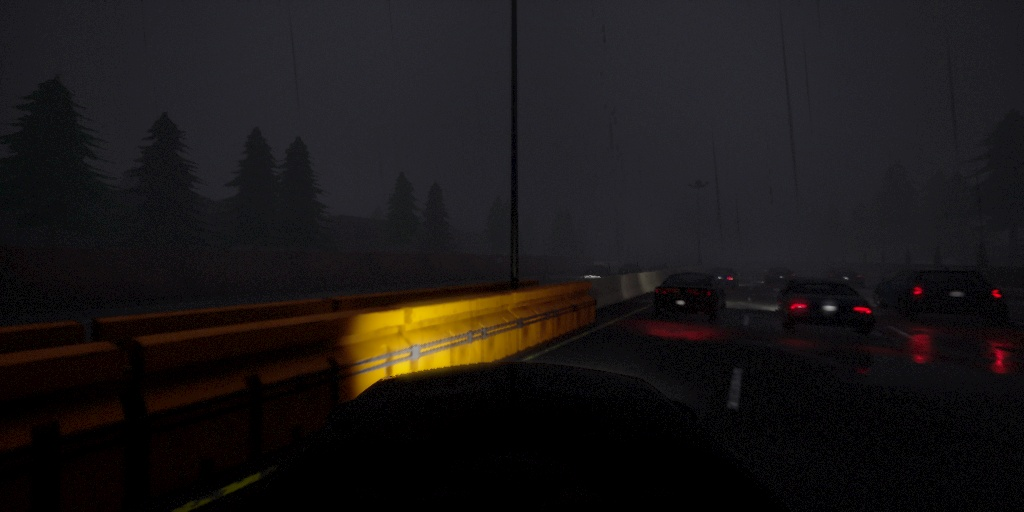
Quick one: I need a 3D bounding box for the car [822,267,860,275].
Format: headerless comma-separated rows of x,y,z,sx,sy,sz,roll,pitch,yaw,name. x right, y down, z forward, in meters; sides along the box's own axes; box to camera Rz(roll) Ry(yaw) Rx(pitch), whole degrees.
23.730,1.512,25.931,1.994,1.385,4.181,0,-1,34,car

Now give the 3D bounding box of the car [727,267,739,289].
14.892,1.502,25.413,2.033,1.411,5.357,0,-1,35,car

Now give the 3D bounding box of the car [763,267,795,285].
20.835,1.534,27.898,1.994,1.385,4.181,0,-1,34,car

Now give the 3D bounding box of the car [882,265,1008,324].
14.700,1.188,12.637,2.097,1.767,4.553,0,-1,34,car

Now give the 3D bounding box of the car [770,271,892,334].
9.365,1.374,11.038,2.033,1.411,5.357,0,-1,35,car

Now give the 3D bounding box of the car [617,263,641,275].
14.313,1.632,43.631,1.837,1.490,4.892,0,-1,34,car

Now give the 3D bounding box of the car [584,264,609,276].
10.453,1.701,44.153,1.994,1.385,4.181,0,-1,34,car

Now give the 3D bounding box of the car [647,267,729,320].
6.725,1.329,13.379,1.882,1.535,5.008,0,-1,35,car

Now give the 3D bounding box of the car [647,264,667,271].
16.775,1.625,41.016,1.812,1.442,4.674,0,-1,34,car
